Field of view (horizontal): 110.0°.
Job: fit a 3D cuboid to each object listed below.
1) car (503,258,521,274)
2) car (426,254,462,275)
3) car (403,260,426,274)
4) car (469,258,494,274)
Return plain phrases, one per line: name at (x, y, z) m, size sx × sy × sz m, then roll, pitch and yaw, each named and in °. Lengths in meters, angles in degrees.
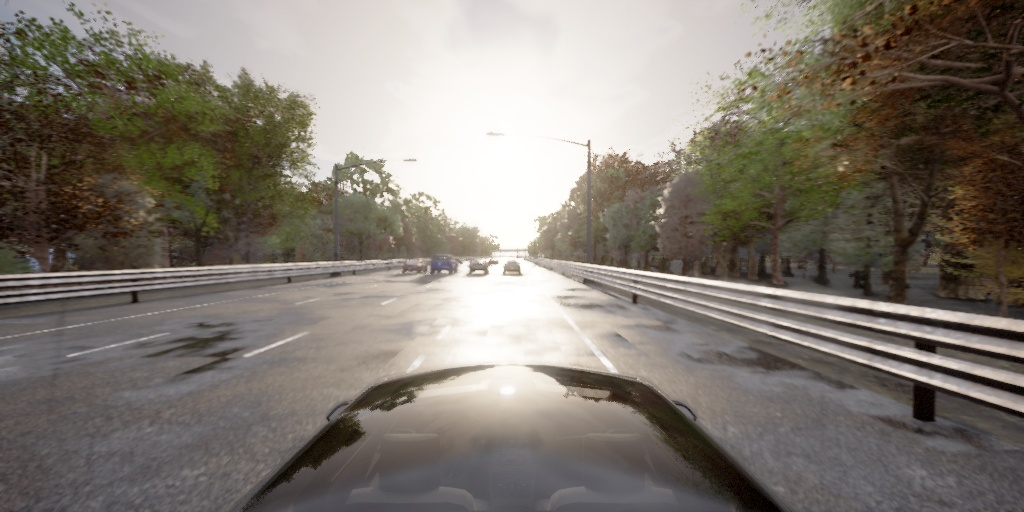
car at (0.015, 1.183, 38.969) m, size 1.994 × 1.385 × 4.181 m, roll 0°, pitch 0°, yaw 0°
car at (-6.996, 0.847, 37.393) m, size 2.150 × 2.045 × 5.566 m, roll 0°, pitch 0°, yaw 0°
car at (-10.483, 1.143, 39.021) m, size 1.812 × 1.442 × 4.674 m, roll 0°, pitch 0°, yaw 0°
car at (-3.482, 1.112, 38.756) m, size 2.128 × 1.511 × 4.902 m, roll 0°, pitch 0°, yaw 0°
